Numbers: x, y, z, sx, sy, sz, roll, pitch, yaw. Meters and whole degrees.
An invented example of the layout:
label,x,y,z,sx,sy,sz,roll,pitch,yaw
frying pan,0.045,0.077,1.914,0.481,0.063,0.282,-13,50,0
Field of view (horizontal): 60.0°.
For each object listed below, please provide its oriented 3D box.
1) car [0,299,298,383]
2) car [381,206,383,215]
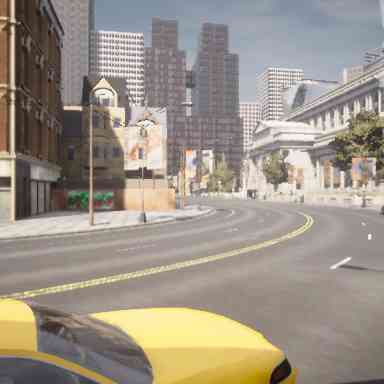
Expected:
label,x,y,z,sx,sy,sz,roll,pitch,yaw
car,-1.493,1.448,2.215,5.366,1.575,1.801,0,0,-36
car,19.098,1.498,30.595,2.002,1.452,4.674,0,0,11
